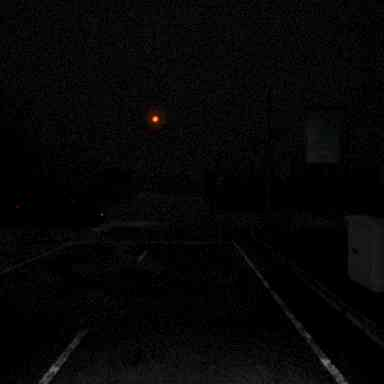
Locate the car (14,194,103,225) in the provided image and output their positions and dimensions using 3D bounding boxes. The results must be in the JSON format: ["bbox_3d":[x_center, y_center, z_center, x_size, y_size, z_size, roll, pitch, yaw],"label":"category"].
[{"bbox_3d":[-8.877,1.159,22.393,5.566,2.045,2.150,0,0,-3],"label":"car"}]
